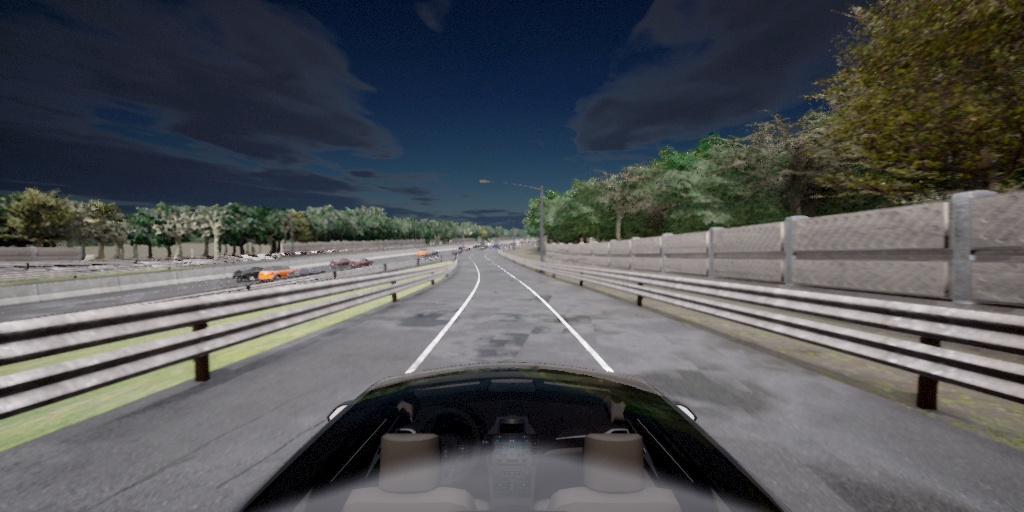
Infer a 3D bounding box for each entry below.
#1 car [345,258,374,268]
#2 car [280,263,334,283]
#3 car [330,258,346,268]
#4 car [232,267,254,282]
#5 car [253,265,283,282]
[{"bbox_3d":[-23.787,1.066,56.882,1.812,1.442,4.674,0,4,10],"label":"car"},{"bbox_3d":[-23.083,2.050,40.678,2.128,1.511,4.902,0,4,10],"label":"car"},{"bbox_3d":[-27.234,1.041,57.487,1.812,1.442,4.674,0,4,10],"label":"car"},{"bbox_3d":[-29.977,1.979,41.895,1.837,1.490,4.892,0,4,10],"label":"car"},{"bbox_3d":[-26.535,1.861,41.251,2.097,1.767,4.553,0,4,10],"label":"car"}]
